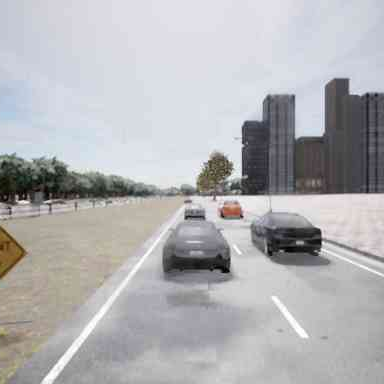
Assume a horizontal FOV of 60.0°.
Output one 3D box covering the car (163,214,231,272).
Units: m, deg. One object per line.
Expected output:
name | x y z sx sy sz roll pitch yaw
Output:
car | 0.142 1.642 11.044 1.994 1.385 4.181 0 0 1

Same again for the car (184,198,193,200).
car | -0.815 2.073 74.824 1.812 1.442 4.674 0 -1 0

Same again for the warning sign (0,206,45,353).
warning sign | -3.021 1.149 4.832 1.300 1.860 1.060 0 0 0

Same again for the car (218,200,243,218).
car | 3.778 1.585 33.227 2.097 1.767 4.553 0 0 0

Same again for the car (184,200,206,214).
car | 0.256 1.754 29.625 2.033 1.411 5.357 0 0 0

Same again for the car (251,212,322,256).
car | 3.663 1.574 13.704 1.882 1.535 5.008 0 0 0
